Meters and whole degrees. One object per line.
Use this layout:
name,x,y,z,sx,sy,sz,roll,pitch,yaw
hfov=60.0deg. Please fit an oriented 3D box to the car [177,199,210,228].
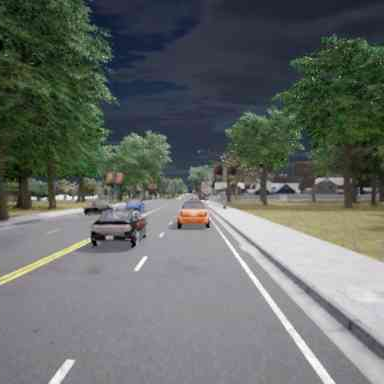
car,0.105,1.429,23.049,2.097,1.767,4.553,0,0,0

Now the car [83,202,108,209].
car,-9.836,1.734,34.897,1.895,1.301,4.718,0,0,0

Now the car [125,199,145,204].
car,-6.579,1.631,38.670,1.882,1.535,5.008,0,0,0

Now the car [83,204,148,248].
car,-3.147,1.539,15.103,2.128,1.511,4.902,0,0,0

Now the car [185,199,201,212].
car,0.109,1.674,41.463,1.837,1.490,4.892,0,0,0
